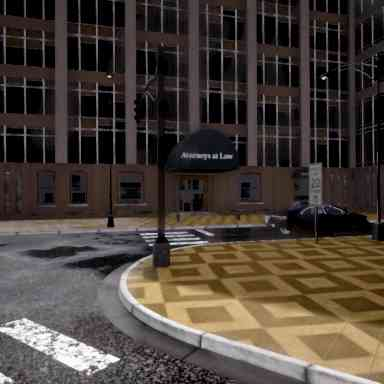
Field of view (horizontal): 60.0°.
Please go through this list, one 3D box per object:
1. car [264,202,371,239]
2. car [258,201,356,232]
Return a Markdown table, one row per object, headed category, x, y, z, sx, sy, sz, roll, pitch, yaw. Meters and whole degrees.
| category | x | y | z | sx | sy | sz | roll | pitch | yaw |
| --- | --- | --- | --- | --- | --- | --- | --- | --- | --- |
| car | 6.087 | 1.309 | 15.887 | 4.902 | 1.511 | 2.128 | 0 | 0 | -14 |
| car | 6.484 | 1.314 | 18.922 | 4.902 | 1.511 | 2.128 | 0 | 0 | -14 |
